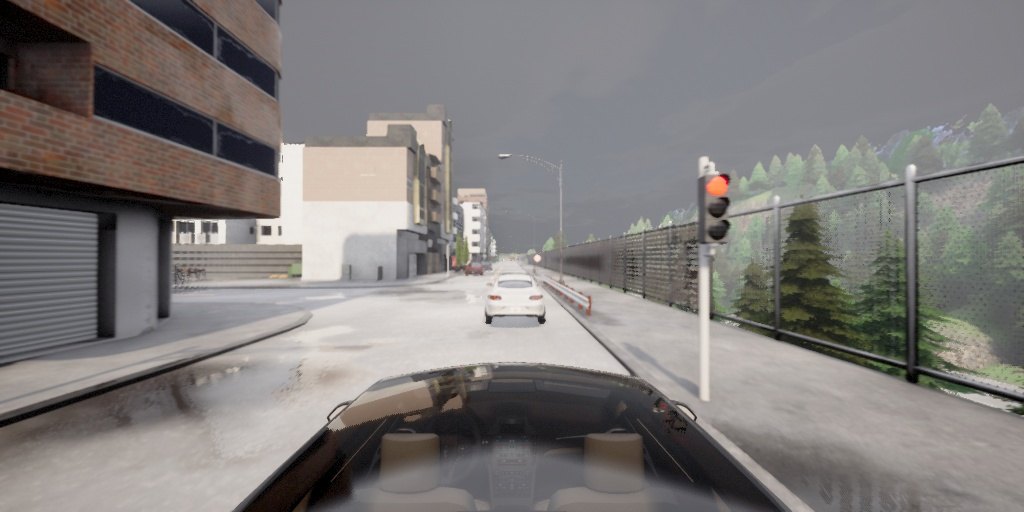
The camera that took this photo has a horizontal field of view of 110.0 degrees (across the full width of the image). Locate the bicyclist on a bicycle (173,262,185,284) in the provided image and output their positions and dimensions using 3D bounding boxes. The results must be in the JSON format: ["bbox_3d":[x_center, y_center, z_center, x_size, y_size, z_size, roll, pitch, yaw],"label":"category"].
[{"bbox_3d":[-24.290,1.245,25.784,0.582,1.620,1.656,0,0,0],"label":"bicyclist on a bicycle"}]

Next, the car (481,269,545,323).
[{"bbox_3d":[0.094,1.339,12.314,1.812,1.442,4.674,0,0,0],"label":"car"}]

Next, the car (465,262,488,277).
[{"bbox_3d":[-4.098,1.457,40.060,1.882,1.535,5.008,0,0,0],"label":"car"}]

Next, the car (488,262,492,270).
[{"bbox_3d":[-4.080,1.625,56.529,2.033,1.411,5.357,0,0,0],"label":"car"}]
